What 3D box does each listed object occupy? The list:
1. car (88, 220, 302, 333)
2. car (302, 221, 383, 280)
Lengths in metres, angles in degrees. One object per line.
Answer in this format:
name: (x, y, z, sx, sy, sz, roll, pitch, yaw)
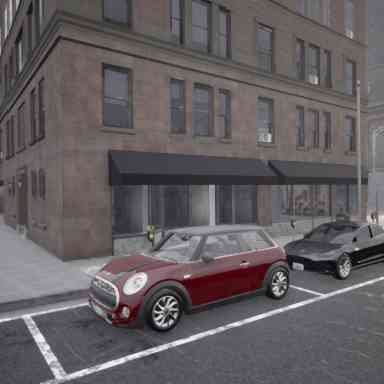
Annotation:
car: (0.054, 1.439, 6.711, 4.097, 1.590, 1.967, 0, -1, -36)
car: (4.528, 1.565, 9.920, 4.313, 1.339, 1.947, 0, -1, -36)
